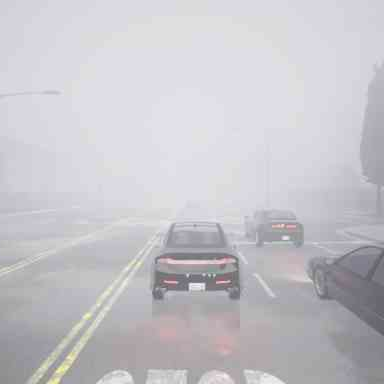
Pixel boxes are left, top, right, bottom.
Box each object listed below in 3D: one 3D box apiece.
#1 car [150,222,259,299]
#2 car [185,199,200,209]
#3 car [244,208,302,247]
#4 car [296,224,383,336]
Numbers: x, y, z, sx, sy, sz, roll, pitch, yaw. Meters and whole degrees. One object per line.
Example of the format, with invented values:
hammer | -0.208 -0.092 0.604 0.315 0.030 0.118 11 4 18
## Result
car | 0.086 1.492 8.417 2.128 1.511 4.902 0 0 0
car | 0.023 1.601 44.133 1.895 1.301 4.718 0 0 0
car | 3.574 1.505 15.116 1.837 1.490 4.892 0 0 0
car | 3.591 1.547 5.370 2.033 1.411 5.357 0 0 0
